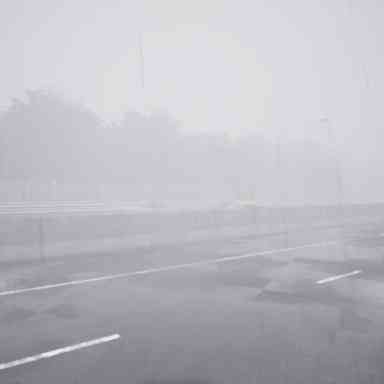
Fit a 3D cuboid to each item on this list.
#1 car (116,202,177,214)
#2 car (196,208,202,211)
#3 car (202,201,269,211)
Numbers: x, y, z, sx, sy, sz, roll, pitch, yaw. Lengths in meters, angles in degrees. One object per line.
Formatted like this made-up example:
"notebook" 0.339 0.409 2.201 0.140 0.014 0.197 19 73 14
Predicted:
"car" -3.700 1.509 27.096 4.718 1.301 1.895 2 0 -35
"car" 2.489 1.502 27.148 4.892 1.490 1.837 0 0 -35
"car" 3.477 1.471 23.568 5.008 1.535 1.882 0 0 -35
